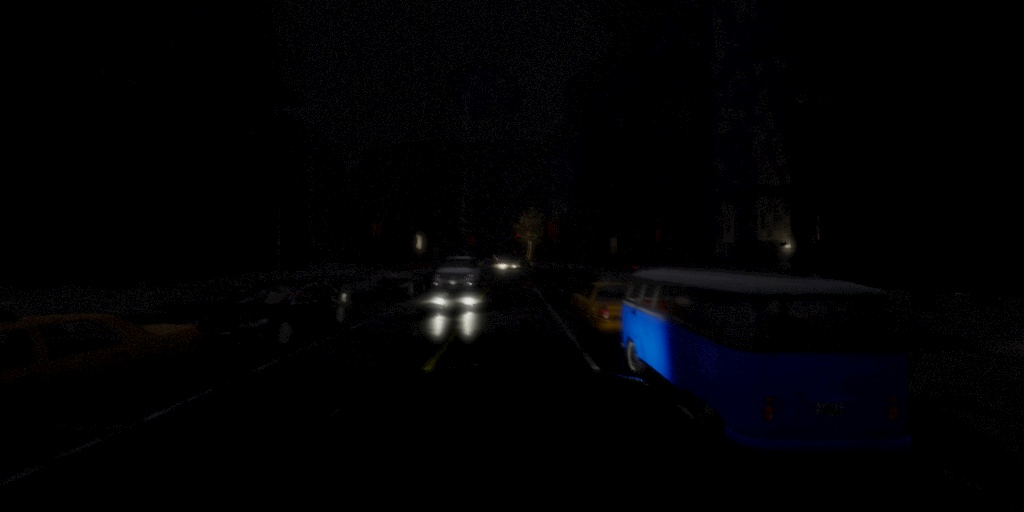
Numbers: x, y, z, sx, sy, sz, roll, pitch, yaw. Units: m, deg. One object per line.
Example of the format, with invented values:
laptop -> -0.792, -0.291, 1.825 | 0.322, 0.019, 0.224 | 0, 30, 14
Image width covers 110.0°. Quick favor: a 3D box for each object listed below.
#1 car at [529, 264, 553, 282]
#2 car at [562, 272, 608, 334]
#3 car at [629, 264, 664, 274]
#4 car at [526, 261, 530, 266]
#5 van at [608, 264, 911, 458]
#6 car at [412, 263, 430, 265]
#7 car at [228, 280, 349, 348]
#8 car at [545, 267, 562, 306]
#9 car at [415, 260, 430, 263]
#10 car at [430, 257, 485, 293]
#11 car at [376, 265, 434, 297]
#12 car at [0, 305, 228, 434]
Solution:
car -> 2.778, 1.414, 30.355 | 2.007, 1.370, 4.403 | 0, 0, 0
car -> 2.767, 1.309, 10.540 | 1.751, 1.417, 4.829 | 0, 0, 0
car -> 19.091, 1.816, 50.848 | 4.181, 1.385, 1.994 | 1, 0, 0
car -> 2.780, 1.434, 35.347 | 2.007, 1.370, 4.403 | 0, 0, 0
van -> 2.764, 1.103, 4.958 | 1.690, 1.789, 3.998 | 0, 0, 0
car -> -5.751, 1.383, 24.466 | 1.888, 1.381, 4.507 | 0, 0, 0
car -> -5.759, 1.328, 9.150 | 2.007, 1.370, 4.403 | 0, 0, 0
car -> 2.770, 1.370, 15.784 | 1.948, 1.339, 4.313 | 0, 0, 0
car -> -12.039, 1.249, 50.967 | 4.181, 1.385, 1.994 | 1, 0, 0
car -> -3.088, 1.048, 21.565 | 2.150, 2.045, 5.566 | 0, 0, 0
car -> -5.754, 1.367, 19.022 | 2.007, 1.370, 4.403 | 0, 0, 0
car -> -5.762, 1.283, 3.691 | 1.751, 1.417, 4.829 | 0, 0, 0
